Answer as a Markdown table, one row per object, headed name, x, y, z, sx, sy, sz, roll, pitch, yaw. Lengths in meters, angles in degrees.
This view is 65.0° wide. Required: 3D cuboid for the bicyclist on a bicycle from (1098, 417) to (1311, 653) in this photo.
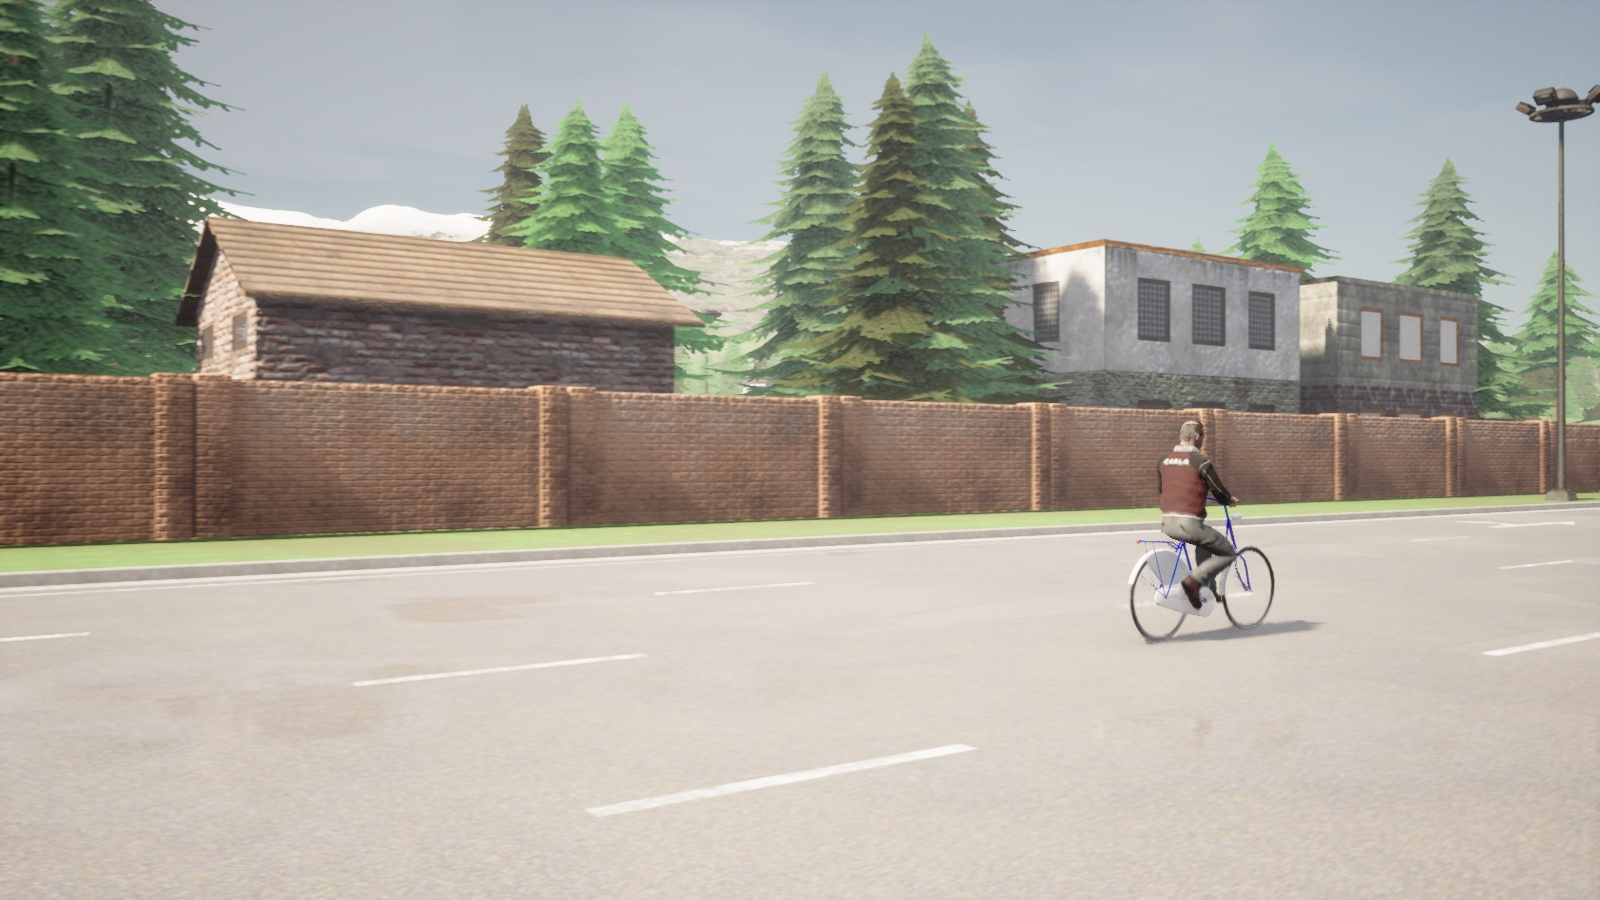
| name | x | y | z | sx | sy | sz | roll | pitch | yaw |
| --- | --- | --- | --- | --- | --- | --- | --- | --- | --- |
| bicyclist on a bicycle | 3.319 | 0.633 | 10.234 | 1.843 | 1.776 | 0.659 | 0 | 0 | -35 |
